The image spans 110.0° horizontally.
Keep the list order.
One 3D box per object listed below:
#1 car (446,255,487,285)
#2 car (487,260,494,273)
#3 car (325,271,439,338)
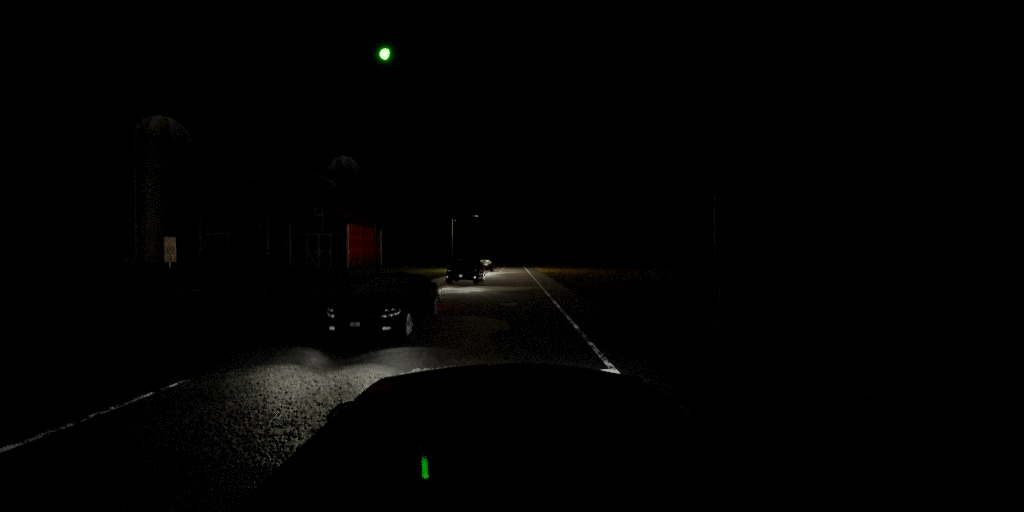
[{"bbox_3d":[-3.331,0.968,26.221,2.150,2.045,5.566,0,0,0],"label":"car"},{"bbox_3d":[-3.217,1.211,43.056,2.128,1.511,4.902,0,0,0],"label":"car"},{"bbox_3d":[-3.440,1.228,10.388,1.882,1.535,5.008,0,0,0],"label":"car"}]
